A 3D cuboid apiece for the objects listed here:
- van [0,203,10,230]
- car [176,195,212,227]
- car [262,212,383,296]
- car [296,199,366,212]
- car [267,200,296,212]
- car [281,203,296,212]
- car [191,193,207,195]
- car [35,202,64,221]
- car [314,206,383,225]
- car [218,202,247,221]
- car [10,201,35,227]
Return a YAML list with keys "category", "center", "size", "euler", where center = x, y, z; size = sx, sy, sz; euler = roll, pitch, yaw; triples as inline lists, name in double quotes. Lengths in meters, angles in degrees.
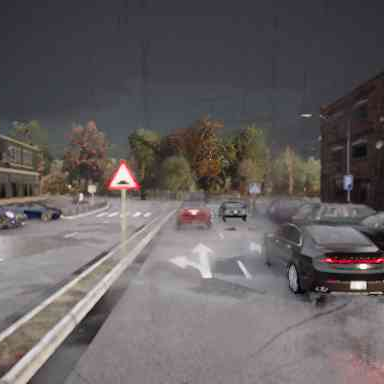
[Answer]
- category: "van"
  center: [-12.388, 1.242, 17.392]
  size: [4.442, 1.987, 1.878]
  euler: [0, 0, 0]
- category: "car"
  center: [0.115, 1.278, 21.440]
  size: [2.097, 1.767, 4.553]
  euler: [0, -1, 0]
- category: "car"
  center: [3.107, 1.495, 8.618]
  size: [1.837, 1.490, 4.892]
  euler: [0, 0, 0]
- category: "car"
  center: [7.621, 1.334, 15.603]
  size: [4.553, 1.767, 2.185]
  euler: [0, 0, 0]
- category: "car"
  center: [7.663, 1.441, 21.116]
  size: [5.008, 1.535, 2.097]
  euler: [0, 0, 0]
- category: "car"
  center: [7.652, 1.490, 18.361]
  size: [4.674, 1.452, 2.002]
  euler: [0, 0, 0]
- category: "car"
  center: [0.868, 1.089, 37.391]
  size: [2.150, 2.045, 5.566]
  euler: [0, 1, 7]
- category: "car"
  center: [-12.462, 1.452, 25.737]
  size: [4.792, 1.488, 2.163]
  euler: [0, 0, 0]
- category: "car"
  center: [7.657, 1.467, 12.841]
  size: [4.892, 1.521, 2.231]
  euler: [0, 0, 0]
- category: "car"
  center: [3.138, 1.479, 26.459]
  size: [2.033, 1.411, 5.357]
  euler: [0, 0, 0]
- category: "car"
  center: [-12.531, 1.329, 20.301]
  size: [4.553, 1.767, 2.185]
  euler: [0, 0, 0]
